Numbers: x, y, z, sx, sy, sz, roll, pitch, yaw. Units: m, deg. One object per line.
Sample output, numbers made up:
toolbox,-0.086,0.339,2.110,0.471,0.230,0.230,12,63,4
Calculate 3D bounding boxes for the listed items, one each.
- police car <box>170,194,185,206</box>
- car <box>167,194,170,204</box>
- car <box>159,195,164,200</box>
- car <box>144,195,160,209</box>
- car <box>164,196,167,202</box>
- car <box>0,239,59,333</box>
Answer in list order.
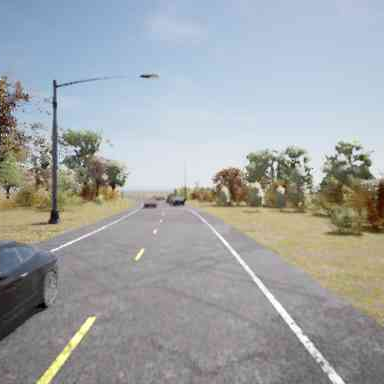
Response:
police car,-2.324,1.572,57.536,1.930,1.638,5.238,0,0,-7
car,-3.573,1.671,67.402,1.837,1.490,4.892,0,0,-8
car,-8.426,1.623,91.230,1.994,1.385,4.181,0,0,-11
car,-6.017,1.611,48.474,1.882,1.535,5.008,0,0,-5
car,-4.434,1.398,73.406,2.150,2.045,5.566,0,0,-8
car,-3.649,1.546,5.244,1.812,1.442,4.674,0,0,-1
